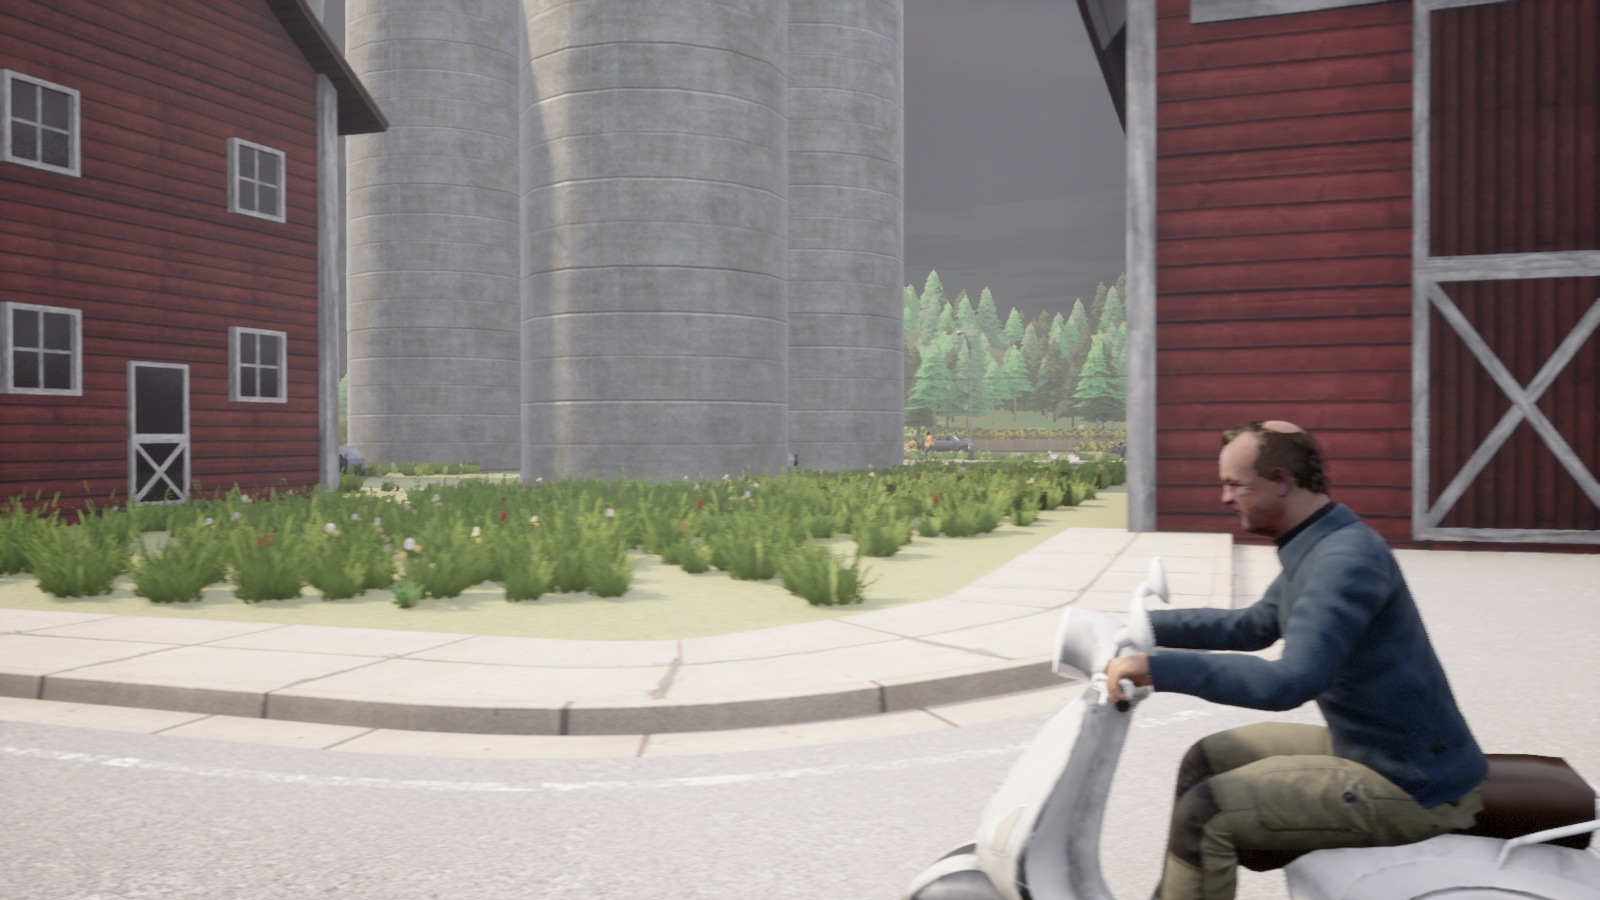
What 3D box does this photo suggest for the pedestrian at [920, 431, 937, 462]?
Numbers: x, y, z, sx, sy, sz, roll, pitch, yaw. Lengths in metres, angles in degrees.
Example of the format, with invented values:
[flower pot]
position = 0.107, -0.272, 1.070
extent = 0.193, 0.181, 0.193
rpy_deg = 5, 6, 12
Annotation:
[pedestrian]
position = 7.755, -0.210, 75.790
extent = 0.900, 1.855, 0.874
rpy_deg = 0, 1, 18

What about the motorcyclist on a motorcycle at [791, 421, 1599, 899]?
[motorcyclist on a motorcycle]
position = 0.984, 0.735, 2.865
extent = 1.817, 1.590, 0.866
rpy_deg = 0, 1, 19
